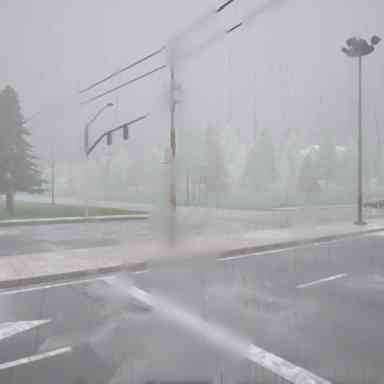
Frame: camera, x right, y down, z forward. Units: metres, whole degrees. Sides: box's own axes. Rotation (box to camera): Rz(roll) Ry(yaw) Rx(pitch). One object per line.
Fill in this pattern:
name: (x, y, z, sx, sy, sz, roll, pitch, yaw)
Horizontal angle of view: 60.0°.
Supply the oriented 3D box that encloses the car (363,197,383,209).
car: (25.954, 1.497, 46.639, 5.008, 1.535, 1.882, 0, 0, -35)
